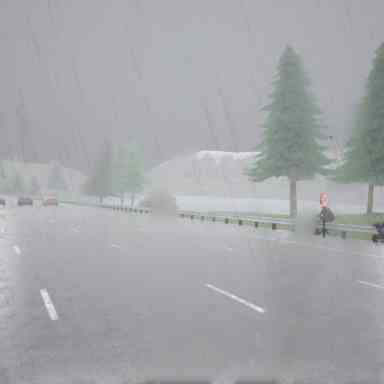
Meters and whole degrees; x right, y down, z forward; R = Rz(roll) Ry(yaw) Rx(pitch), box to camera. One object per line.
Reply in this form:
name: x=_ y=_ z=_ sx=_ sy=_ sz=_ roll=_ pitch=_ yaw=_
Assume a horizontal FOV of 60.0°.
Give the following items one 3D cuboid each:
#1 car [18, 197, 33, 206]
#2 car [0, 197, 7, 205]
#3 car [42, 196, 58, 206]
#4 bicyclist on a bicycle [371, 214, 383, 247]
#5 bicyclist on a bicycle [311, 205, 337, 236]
car: x=-27.550 y=1.491 z=54.945 sx=2.128 sy=1.511 sz=4.902 roll=0 pitch=0 yaw=-33
car: x=-32.459 y=1.526 z=56.098 sx=1.812 sy=1.442 sz=4.674 roll=0 pitch=0 yaw=-32
car: x=-23.648 y=1.478 z=55.351 sx=1.882 sy=1.535 sz=5.008 roll=0 pitch=0 yaw=-33
bicyclist on a bicycle: x=8.175 y=1.721 z=14.059 sx=1.620 sy=1.656 sz=0.582 roll=-3 pitch=-2 yaw=-34
bicyclist on a bicycle: x=6.768 y=1.423 z=16.890 sx=1.656 sy=1.620 sz=0.582 roll=4 pitch=-1 yaw=-19
